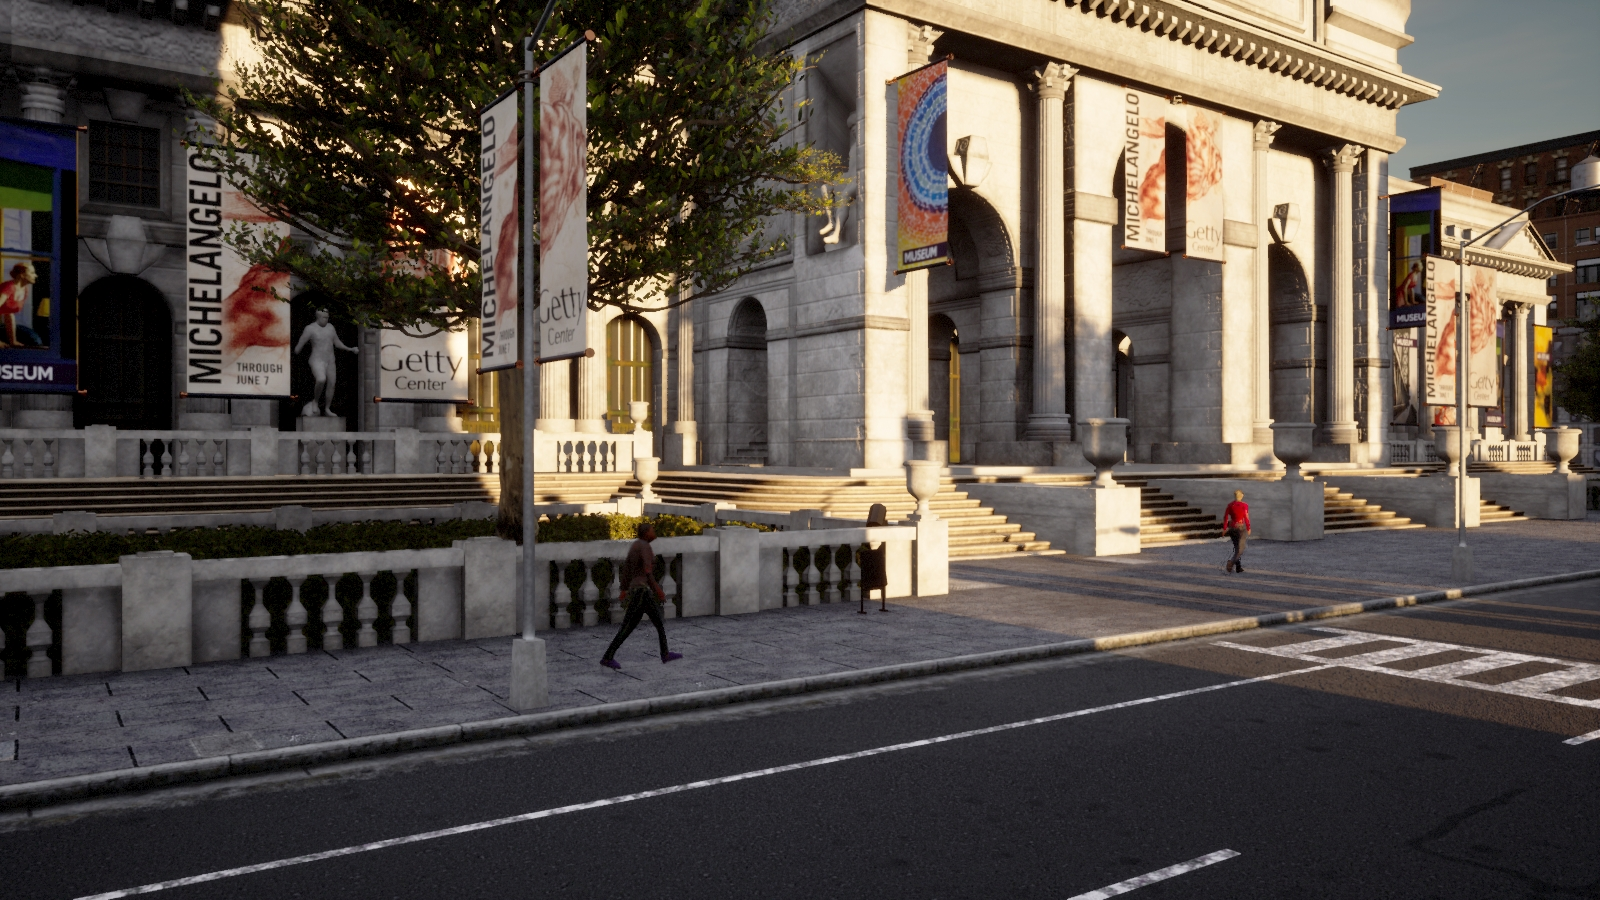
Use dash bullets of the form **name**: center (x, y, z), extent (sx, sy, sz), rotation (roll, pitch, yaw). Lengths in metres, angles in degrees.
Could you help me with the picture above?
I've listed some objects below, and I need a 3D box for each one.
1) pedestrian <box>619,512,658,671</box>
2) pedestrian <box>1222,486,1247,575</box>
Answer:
- **pedestrian**: center (-1.951, 1.696, 13.807), extent (0.375, 1.860, 0.375), rotation (0, 0, -24)
- **pedestrian**: center (9.224, 1.696, 24.265), extent (0.375, 1.860, 0.375), rotation (0, 0, 44)
